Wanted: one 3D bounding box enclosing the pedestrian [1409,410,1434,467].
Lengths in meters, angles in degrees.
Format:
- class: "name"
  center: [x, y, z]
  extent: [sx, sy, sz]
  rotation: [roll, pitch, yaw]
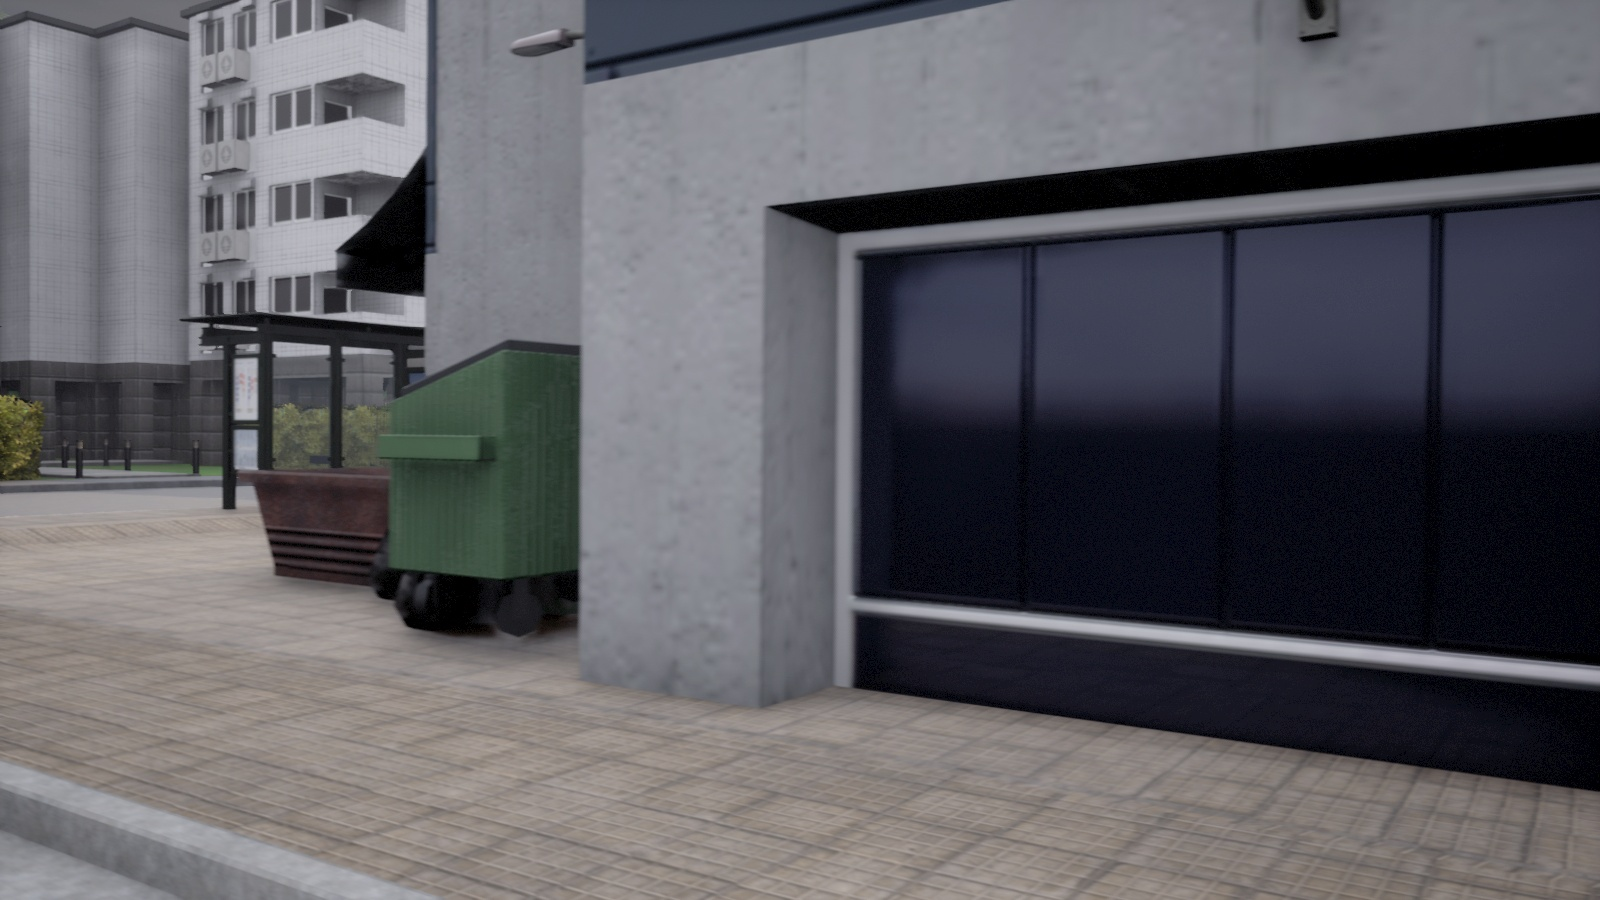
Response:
- class: "pedestrian"
  center: [21.458, -0.401, 43.376]
  extent: [0.692, 1.930, 0.395]
  rotation: [0, 1, 38]
